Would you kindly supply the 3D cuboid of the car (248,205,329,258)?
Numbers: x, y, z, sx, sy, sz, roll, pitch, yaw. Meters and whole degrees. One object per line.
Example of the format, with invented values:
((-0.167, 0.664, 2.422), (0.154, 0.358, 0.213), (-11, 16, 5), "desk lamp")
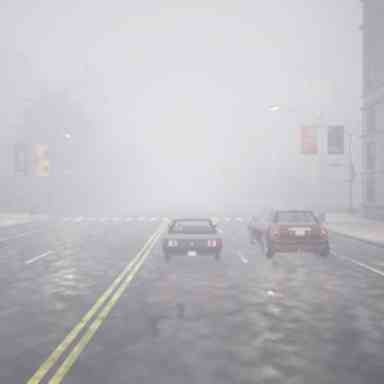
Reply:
((3.505, 1.349, 12.926), (2.097, 1.767, 4.553), (0, 0, 0), "car")

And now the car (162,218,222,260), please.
((0.006, 1.598, 12.404), (1.895, 1.301, 4.718), (0, 0, 0), "car")

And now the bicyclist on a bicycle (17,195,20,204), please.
((-31.493, 1.289, 60.546), (0.582, 1.620, 1.656), (0, 0, 0), "bicyclist on a bicycle")
